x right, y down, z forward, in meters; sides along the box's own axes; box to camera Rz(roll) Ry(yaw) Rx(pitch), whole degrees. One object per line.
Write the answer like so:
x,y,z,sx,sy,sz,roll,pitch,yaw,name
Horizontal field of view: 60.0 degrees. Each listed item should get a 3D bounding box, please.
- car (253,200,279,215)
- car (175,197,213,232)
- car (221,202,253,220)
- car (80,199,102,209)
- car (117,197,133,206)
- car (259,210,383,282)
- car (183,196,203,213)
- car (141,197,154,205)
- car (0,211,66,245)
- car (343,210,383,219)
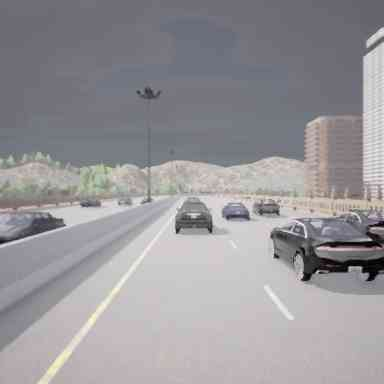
7.105,1.491,32.246,2.128,1.511,4.902,0,0,0,car
0.104,1.352,20.105,2.097,1.767,4.553,0,0,0,car
3.606,1.564,28.071,1.994,1.385,4.181,0,0,0,car
-14.168,1.603,46.727,1.895,1.301,4.718,0,0,-1,car
-10.808,1.493,53.893,2.128,1.511,4.902,0,0,-1,car
3.602,1.491,9.769,2.128,1.511,4.902,0,0,0,car
0.094,1.352,38.079,2.097,1.767,4.553,0,0,0,car
-7.335,1.565,55.404,1.994,1.385,4.181,0,0,-1,car
-7.098,1.549,14.121,2.033,1.411,5.357,0,0,0,car
7.102,1.491,13.995,2.128,1.511,4.902,0,0,0,car
